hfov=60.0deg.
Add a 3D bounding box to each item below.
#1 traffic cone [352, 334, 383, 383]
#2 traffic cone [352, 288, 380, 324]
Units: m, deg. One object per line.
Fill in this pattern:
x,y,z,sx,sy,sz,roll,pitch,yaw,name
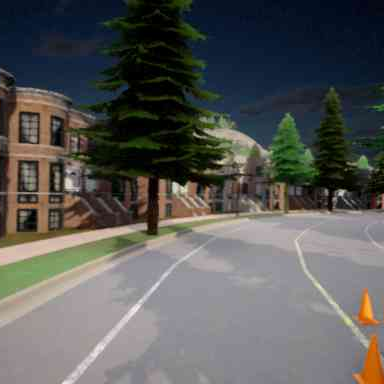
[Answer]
2.190,2.012,4.017,0.340,0.580,0.340,1,0,-1,traffic cone
3.156,2.037,6.034,0.340,0.580,0.340,1,0,-1,traffic cone
